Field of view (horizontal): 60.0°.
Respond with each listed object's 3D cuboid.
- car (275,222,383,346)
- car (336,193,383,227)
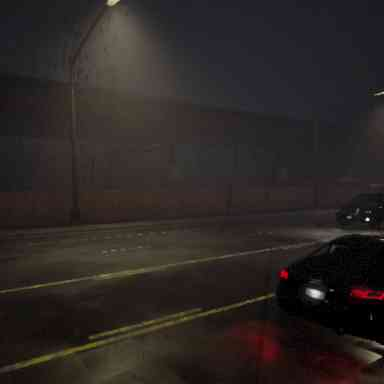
[{"bbox_3d":[3.518,1.519,6.258,4.181,1.385,1.994,0,0,-36],"label":"car"},{"bbox_3d":[11.217,1.079,20.542,5.566,2.045,2.150,0,0,-35],"label":"car"}]
